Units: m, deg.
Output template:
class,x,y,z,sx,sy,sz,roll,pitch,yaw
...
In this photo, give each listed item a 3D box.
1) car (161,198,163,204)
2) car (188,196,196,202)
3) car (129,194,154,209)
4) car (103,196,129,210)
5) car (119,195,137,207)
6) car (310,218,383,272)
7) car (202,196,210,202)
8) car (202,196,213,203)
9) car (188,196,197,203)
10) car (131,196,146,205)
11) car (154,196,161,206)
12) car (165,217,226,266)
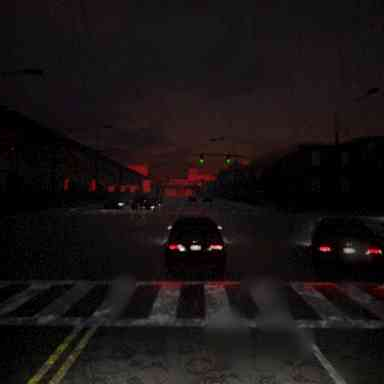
class,x,y,z,sx,sy,sz,roll,pitch,yaw
car,-6.977,1.636,66.828,1.837,1.490,4.892,0,0,0
car,0.029,1.664,83.559,1.837,1.490,4.892,0,0,0
car,-7.072,1.313,46.323,2.150,2.045,5.566,0,0,0
car,-10.569,1.637,45.450,2.033,1.411,5.357,0,0,0
car,-10.508,1.460,54.844,2.097,1.767,4.553,0,0,0
car,4.957,1.569,10.952,2.033,1.411,5.357,0,0,21
car,3.528,1.688,83.550,1.812,1.442,4.674,0,0,0
car,3.525,1.697,73.609,1.994,1.385,4.181,0,0,0
car,0.025,1.683,73.008,2.033,1.411,5.357,0,0,0
car,-10.478,1.619,64.869,2.128,1.511,4.902,0,0,0
car,-6.992,1.659,56.564,2.033,1.411,5.357,0,0,0
car,0.102,1.571,11.593,2.033,1.411,5.357,0,0,0
